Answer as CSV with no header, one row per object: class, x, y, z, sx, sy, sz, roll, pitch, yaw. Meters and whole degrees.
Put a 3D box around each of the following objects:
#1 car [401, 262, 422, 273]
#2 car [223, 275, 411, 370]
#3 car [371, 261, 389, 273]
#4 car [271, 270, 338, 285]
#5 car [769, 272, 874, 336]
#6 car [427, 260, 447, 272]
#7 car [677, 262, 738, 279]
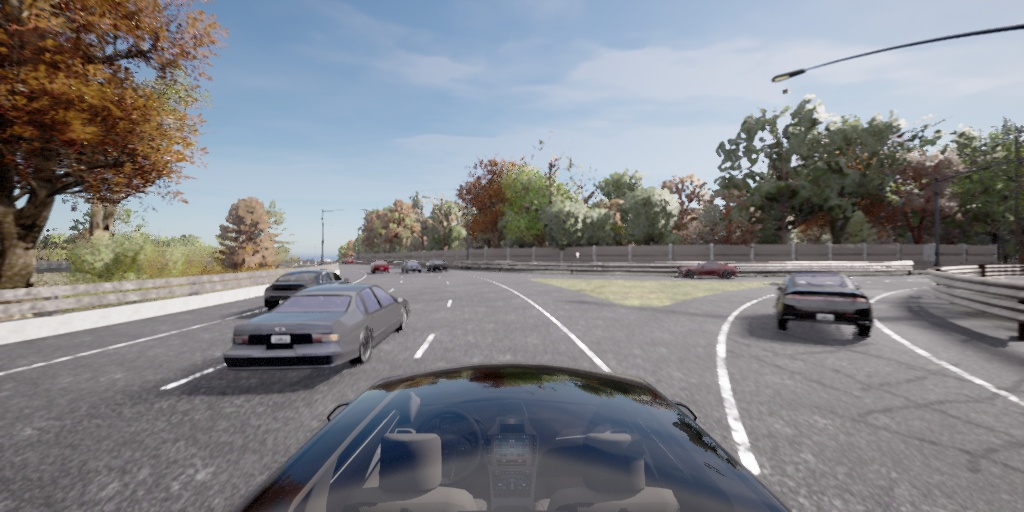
car,-12.639,1.408,44.888,2.033,1.411,5.357,0,0,-25
car,-3.697,1.322,7.984,2.033,1.411,5.357,0,0,-4
car,-16.648,1.355,45.195,1.882,1.535,5.008,0,0,-25
car,-7.913,1.306,14.438,1.837,1.490,4.892,0,0,-7
car,8.751,1.214,10.360,2.128,1.511,4.902,0,0,36
car,-9.988,1.329,47.470,1.882,1.535,5.008,0,0,-25
car,17.110,1.238,31.505,4.674,1.442,1.812,0,0,14
